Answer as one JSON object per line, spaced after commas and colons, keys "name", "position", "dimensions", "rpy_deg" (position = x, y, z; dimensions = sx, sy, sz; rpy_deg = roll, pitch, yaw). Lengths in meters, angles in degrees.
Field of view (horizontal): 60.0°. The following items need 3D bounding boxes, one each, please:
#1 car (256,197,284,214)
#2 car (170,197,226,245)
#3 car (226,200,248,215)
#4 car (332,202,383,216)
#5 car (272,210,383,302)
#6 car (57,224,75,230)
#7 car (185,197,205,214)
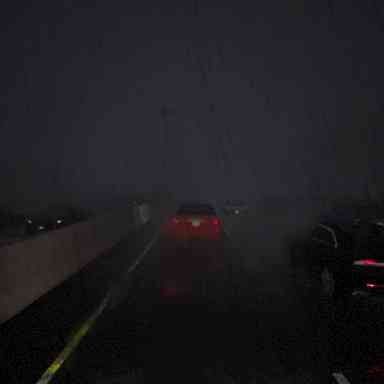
{"name": "car", "position": [7.265, 1.234, 31.397], "dimensions": [2.128, 1.511, 4.902], "rpy_deg": [0, 1, 0]}
{"name": "car", "position": [0.175, 1.224, 14.980], "dimensions": [2.097, 1.767, 4.553], "rpy_deg": [0, 0, 0]}
{"name": "car", "position": [3.756, 1.352, 29.820], "dimensions": [1.895, 1.301, 4.718], "rpy_deg": [0, 0, 0]}
{"name": "car", "position": [7.174, 1.234, 14.734], "dimensions": [2.097, 1.767, 4.553], "rpy_deg": [0, 0, 0]}
{"name": "car", "position": [3.633, 1.428, 8.058], "dimensions": [2.128, 1.511, 4.902], "rpy_deg": [0, 1, 0]}
{"name": "car", "position": [-7.009, 1.366, 17.798], "dimensions": [1.812, 1.442, 4.674], "rpy_deg": [0, 0, 0]}
{"name": "car", "position": [0.258, 1.250, 32.481], "dimensions": [1.812, 1.442, 4.674], "rpy_deg": [0, 1, 0]}
